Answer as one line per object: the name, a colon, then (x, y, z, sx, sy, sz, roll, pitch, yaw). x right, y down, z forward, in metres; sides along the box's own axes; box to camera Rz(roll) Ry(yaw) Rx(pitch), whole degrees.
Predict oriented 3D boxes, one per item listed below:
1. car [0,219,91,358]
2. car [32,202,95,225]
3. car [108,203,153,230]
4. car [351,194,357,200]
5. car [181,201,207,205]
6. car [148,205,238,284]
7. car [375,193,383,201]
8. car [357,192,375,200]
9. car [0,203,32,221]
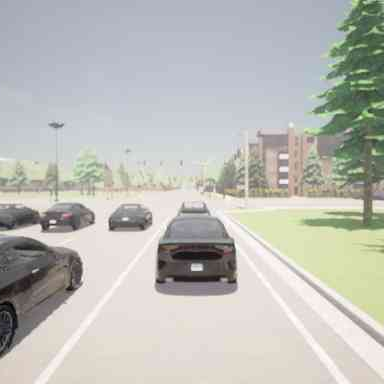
car: (-3.400, 1.453, 5.660, 1.812, 1.442, 4.674, 0, 1, 0)
car: (-6.901, 1.289, 18.793, 1.812, 1.442, 4.674, 0, 1, 0)
car: (-3.400, 1.324, 18.983, 1.994, 1.385, 4.181, 0, 1, 0)
car: (31.836, 0.737, 61.152, 4.902, 1.511, 2.128, 0, 1, 0)
car: (0.101, 1.256, 18.652, 2.128, 1.511, 4.902, 0, 1, 0)
car: (0.100, 1.360, 9.286, 1.882, 1.535, 5.008, 0, 1, 0)
car: (32.811, 0.883, 54.204, 4.181, 1.385, 1.994, 0, 1, 0)
car: (32.246, 0.823, 57.670, 5.357, 1.411, 2.033, 0, 1, 0)
car: (-10.400, 1.323, 19.096, 1.994, 1.385, 4.181, 0, 1, 0)
